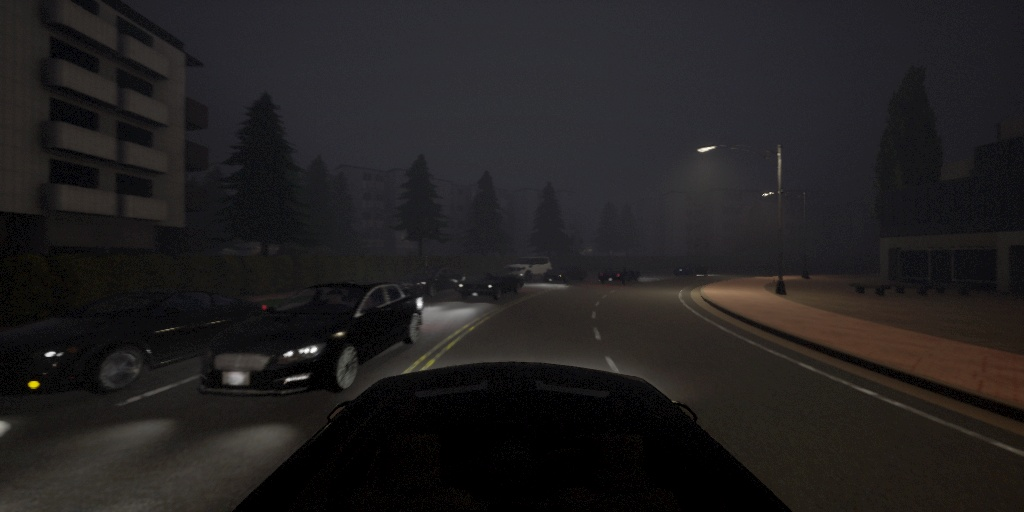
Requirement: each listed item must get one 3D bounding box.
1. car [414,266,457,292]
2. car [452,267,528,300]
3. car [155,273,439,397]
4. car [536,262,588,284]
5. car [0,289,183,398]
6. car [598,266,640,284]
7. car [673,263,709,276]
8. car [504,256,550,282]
[{"bbox_3d":[-4.234,1.302,19.361,2.128,1.511,4.902,0,0,20],"label":"car"},{"bbox_3d":[-0.946,1.422,18.163,1.895,1.301,4.718,0,0,20],"label":"car"},{"bbox_3d":[-3.214,1.254,6.883,2.128,1.511,4.902,0,0,5],"label":"car"},{"bbox_3d":[4.293,1.363,28.511,2.033,1.411,5.357,0,0,34],"label":"car"},{"bbox_3d":[-6.662,1.326,6.595,1.994,1.385,4.181,0,0,4],"label":"car"},{"bbox_3d":[8.396,1.415,27.786,1.895,1.301,4.718,0,0,36],"label":"car"},{"bbox_3d":[19.030,1.404,38.000,4.181,1.385,1.994,0,0,-34],"label":"car"},{"bbox_3d":[1.400,1.047,30.477,2.150,2.045,5.566,0,-1,34],"label":"car"}]
